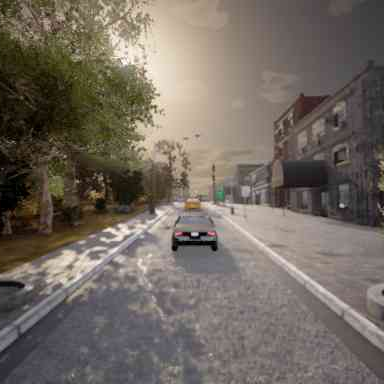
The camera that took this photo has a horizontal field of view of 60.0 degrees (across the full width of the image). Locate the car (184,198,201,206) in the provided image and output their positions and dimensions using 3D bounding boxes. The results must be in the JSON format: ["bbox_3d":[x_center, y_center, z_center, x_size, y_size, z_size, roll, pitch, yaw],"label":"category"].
[{"bbox_3d":[0.095,1.537,41.557,1.882,1.535,5.008,0,0,0],"label":"car"}]

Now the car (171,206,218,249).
[{"bbox_3d":[0.099,1.568,14.488,2.033,1.411,5.357,0,0,0],"label":"car"}]
